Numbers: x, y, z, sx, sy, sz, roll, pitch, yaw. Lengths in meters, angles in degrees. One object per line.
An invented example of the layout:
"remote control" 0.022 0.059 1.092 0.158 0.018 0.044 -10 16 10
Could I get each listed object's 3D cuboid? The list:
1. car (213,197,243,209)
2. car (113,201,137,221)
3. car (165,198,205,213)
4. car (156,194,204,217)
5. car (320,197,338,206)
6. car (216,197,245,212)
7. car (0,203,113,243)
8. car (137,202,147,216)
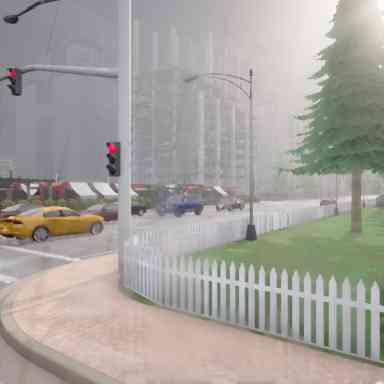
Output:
"car" 5.132 1.492 46.721 2.128 1.511 4.902 0 0 34
"car" -6.332 1.526 23.486 1.812 1.442 4.674 0 0 34
"car" -0.683 1.492 38.154 2.128 1.511 4.902 0 0 34
"car" -1.021 1.221 31.405 2.150 2.045 5.566 0 0 34
"car" 21.054 1.526 51.286 1.812 1.442 4.674 0 0 34
"car" 4.616 1.492 39.743 2.128 1.511 4.902 0 0 34
"car" -6.621 1.477 16.414 1.882 1.535 5.008 0 0 35
"car" -6.227 1.478 29.942 1.882 1.535 5.008 0 0 34
